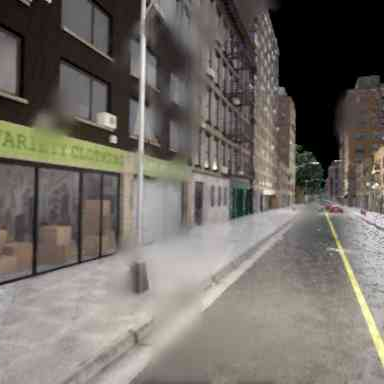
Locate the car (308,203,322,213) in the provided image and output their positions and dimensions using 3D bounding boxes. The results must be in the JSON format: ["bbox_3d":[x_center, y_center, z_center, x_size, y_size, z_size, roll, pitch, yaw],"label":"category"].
[{"bbox_3d":[20.182,2.581,54.508,1.837,1.490,4.892,1,-1,21],"label":"car"}]

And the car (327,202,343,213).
[{"bbox_3d":[23.553,2.662,54.470,1.812,1.442,4.674,1,-1,21],"label":"car"}]
